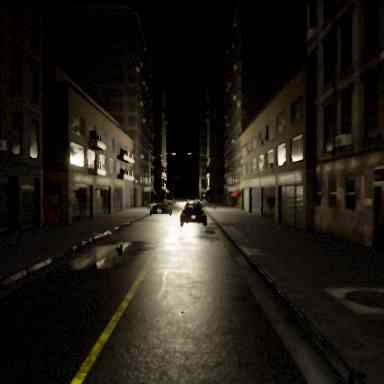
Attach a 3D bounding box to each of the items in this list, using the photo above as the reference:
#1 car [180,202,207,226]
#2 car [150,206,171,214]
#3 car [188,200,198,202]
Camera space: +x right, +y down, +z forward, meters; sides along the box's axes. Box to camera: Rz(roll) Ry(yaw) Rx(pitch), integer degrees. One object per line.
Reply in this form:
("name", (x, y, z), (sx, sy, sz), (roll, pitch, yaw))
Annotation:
("car", (0.102, 1.714, 24.934), (1.994, 1.385, 4.181), (0, -1, 0))
("car", (-2.746, 1.552, 30.227), (1.994, 1.385, 4.181), (0, 0, 0))
("car", (0.107, 1.750, 41.542), (2.128, 1.511, 4.902), (0, 0, 0))
